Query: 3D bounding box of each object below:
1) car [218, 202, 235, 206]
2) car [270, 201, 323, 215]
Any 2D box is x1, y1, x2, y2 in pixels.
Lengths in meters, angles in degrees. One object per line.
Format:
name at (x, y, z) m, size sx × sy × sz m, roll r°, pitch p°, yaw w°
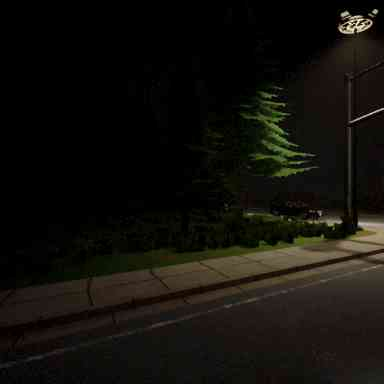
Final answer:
car at (3.144, 1.379, 36.858) m, size 2.097 × 1.767 × 4.553 m, roll 0°, pitch 0°, yaw -35°
car at (8.864, 1.518, 28.570) m, size 2.128 × 1.511 × 4.902 m, roll 0°, pitch 0°, yaw -35°
